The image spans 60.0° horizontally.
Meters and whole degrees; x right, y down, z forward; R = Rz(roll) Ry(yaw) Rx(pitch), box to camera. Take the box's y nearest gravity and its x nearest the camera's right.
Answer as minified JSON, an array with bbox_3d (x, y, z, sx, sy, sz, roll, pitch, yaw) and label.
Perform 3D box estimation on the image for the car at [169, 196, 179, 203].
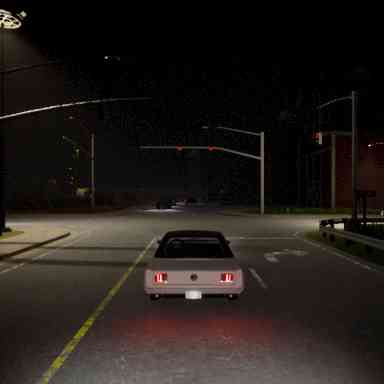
[{"bbox_3d":[-3.710,1.487,69.406,1.837,1.490,4.892,0,-1,0],"label":"car"}]

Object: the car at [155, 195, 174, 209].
[{"bbox_3d":[-3.725,1.523,44.525,1.812,1.442,4.674,0,0,0],"label":"car"}]

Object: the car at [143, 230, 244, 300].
[{"bbox_3d":[0.043,1.601,8.325,1.895,1.301,4.718,0,0,0],"label":"car"}]

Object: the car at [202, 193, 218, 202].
[{"bbox_3d":[3.951,1.144,72.909,1.905,1.878,3.866,-8,3,-42],"label":"car"}]

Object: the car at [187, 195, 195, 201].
[{"bbox_3d":[-0.234,1.441,80.353,2.033,1.411,5.357,0,0,0],"label":"car"}]

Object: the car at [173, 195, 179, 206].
[{"bbox_3d":[-3.744,1.354,54.429,2.097,1.767,4.553,0,0,0],"label":"car"}]

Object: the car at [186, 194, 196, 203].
[{"bbox_3d":[-0.207,1.354,71.124,2.097,1.767,4.553,0,0,0],"label":"car"}]

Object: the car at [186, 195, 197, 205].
[{"bbox_3d":[-0.166,1.504,57.127,1.837,1.490,4.892,0,0,0],"label":"car"}]

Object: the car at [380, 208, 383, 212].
[{"bbox_3d":[17.746,1.518,26.708,4.902,1.511,2.128,0,0,1],"label":"car"}]
